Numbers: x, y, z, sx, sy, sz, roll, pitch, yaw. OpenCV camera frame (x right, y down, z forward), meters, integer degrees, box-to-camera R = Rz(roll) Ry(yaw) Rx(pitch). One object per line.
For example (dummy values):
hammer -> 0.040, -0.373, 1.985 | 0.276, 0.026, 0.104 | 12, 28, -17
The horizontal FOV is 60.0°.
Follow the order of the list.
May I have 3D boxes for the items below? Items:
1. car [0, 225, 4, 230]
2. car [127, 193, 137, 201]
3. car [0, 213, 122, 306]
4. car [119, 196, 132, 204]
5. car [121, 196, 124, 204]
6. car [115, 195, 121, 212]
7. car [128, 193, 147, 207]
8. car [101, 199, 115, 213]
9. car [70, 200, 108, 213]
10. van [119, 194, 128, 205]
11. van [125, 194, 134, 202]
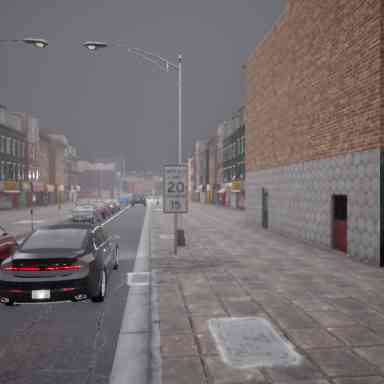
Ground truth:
car -> -5.450, 1.442, 7.303 | 1.967, 1.590, 4.097 | 0, 0, -7
car -> -14.894, 1.273, 82.789 | 2.192, 1.841, 5.009 | 0, 0, -7
car -> -2.886, 1.501, 8.096 | 1.837, 1.490, 4.892 | 0, 0, -7
car -> -12.194, 1.525, 61.222 | 1.947, 1.339, 4.313 | 0, 0, -7
car -> -9.475, 1.495, 39.486 | 1.752, 1.417, 4.829 | 0, 0, -7
car -> -8.822, 1.414, 34.262 | 1.967, 1.590, 4.097 | 0, 0, -7
car -> -8.211, 1.180, 51.454 | 2.150, 2.045, 5.566 | 0, 0, -7
car -> -8.147, 1.523, 28.870 | 1.887, 1.381, 4.507 | 0, 0, -7
car -> -7.472, 1.534, 23.479 | 2.008, 1.369, 4.403 | 0, 0, -7
van -> -11.521, 1.302, 55.830 | 1.690, 1.788, 3.998 | 0, 0, -7
van -> -13.544, 1.298, 72.005 | 1.690, 1.788, 3.998 | 0, 0, -7
